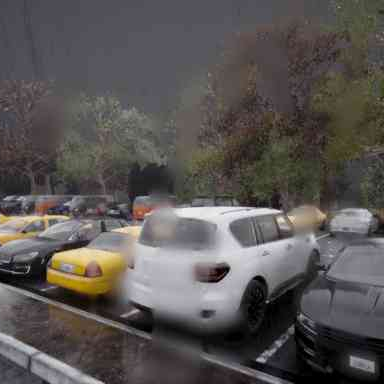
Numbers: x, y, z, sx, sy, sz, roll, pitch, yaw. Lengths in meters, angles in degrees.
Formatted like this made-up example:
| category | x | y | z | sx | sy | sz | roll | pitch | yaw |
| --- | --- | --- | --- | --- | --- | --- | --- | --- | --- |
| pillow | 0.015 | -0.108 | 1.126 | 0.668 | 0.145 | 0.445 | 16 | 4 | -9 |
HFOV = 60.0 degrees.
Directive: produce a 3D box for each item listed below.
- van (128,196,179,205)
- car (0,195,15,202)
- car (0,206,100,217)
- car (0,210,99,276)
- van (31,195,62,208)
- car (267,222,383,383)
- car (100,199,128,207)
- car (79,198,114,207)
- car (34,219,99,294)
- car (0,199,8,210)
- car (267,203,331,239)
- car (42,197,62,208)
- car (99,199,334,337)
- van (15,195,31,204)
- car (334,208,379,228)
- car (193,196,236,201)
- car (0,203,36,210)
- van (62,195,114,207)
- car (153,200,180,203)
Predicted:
| category | x | y | z | sx | sy | sz | roll | pitch | yaw |
| --- | --- | --- | --- | --- | --- | --- | --- | --- | --- |
| van | -2.515 | 1.294 | 26.105 | 1.878 | 1.987 | 4.442 | 0 | 0 | 36 |
| car | -18.195 | 1.333 | 37.289 | 2.435 | 2.045 | 5.566 | 0 | 0 | 36 |
| car | -5.806 | 1.540 | 11.965 | 1.946 | 1.575 | 5.366 | 0 | 0 | 36 |
| car | -3.446 | 1.554 | 10.491 | 2.231 | 1.521 | 4.892 | 0 | 0 | 36 |
| van | -13.624 | 1.328 | 34.155 | 1.878 | 1.987 | 4.442 | 0 | 0 | 36 |
| car | 3.298 | 1.580 | 5.604 | 2.097 | 1.535 | 5.008 | 0 | 0 | 36 |
| car | -4.810 | 1.546 | 27.660 | 2.163 | 1.488 | 4.792 | 0 | 0 | 36 |
| car | -6.947 | 1.548 | 29.209 | 2.163 | 1.488 | 4.792 | 0 | 0 | 36 |
| car | -1.093 | 1.559 | 9.007 | 1.946 | 1.575 | 5.366 | 0 | 0 | 36 |
| car | -27.250 | 1.684 | 43.889 | 2.002 | 1.452 | 4.674 | 0 | 0 | 36 |
| car | 6.379 | 1.552 | 19.287 | 1.946 | 1.575 | 5.366 | 0 | 0 | 36 |
| car | -11.446 | 1.539 | 32.439 | 2.097 | 1.535 | 5.008 | 0 | 0 | 36 |
| car | 1.064 | 1.320 | 7.251 | 2.435 | 2.045 | 5.566 | 0 | 0 | 36 |
| van | -16.004 | 1.343 | 35.592 | 1.878 | 1.987 | 4.442 | 0 | 0 | 36 |
| car | 8.730 | 1.604 | 17.810 | 2.002 | 1.452 | 4.674 | 0 | 0 | 36 |
| car | 2.020 | 1.285 | 22.711 | 2.435 | 2.045 | 5.566 | 0 | 0 | 36 |
| car | -10.400 | 1.524 | 15.294 | 1.946 | 1.575 | 5.366 | 0 | 0 | 36 |
| van | -9.257 | 1.302 | 30.713 | 1.878 | 1.987 | 4.442 | 0 | 0 | 36 |
| car | -0.257 | 1.556 | 24.290 | 2.163 | 1.488 | 4.792 | 0 | 0 | 36 |
